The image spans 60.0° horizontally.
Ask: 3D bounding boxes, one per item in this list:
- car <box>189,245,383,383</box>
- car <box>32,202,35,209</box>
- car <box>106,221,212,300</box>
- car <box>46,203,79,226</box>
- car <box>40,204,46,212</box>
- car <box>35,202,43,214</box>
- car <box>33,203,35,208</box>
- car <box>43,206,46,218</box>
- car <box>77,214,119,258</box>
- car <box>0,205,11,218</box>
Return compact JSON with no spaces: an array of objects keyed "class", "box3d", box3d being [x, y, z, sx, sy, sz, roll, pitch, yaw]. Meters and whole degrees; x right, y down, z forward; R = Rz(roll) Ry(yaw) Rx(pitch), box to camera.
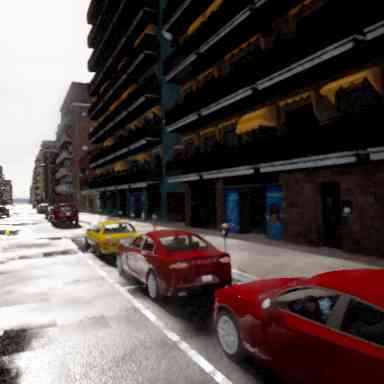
[{"class":"car","box3d":[1.876,1.544,3.684,1.887,1.381,4.507,-1,-1,-27]},{"class":"car","box3d":[-39.509,3.600,84.238,1.887,1.381,4.507,-1,-1,-27]},{"class":"car","box3d":[-0.713,1.658,8.722,1.887,1.381,4.507,-1,-1,-27]},{"class":"car","box3d":[-11.064,1.913,28.859,2.192,1.841,5.009,-1,-1,-27]},{"class":"car","box3d":[-16.231,2.401,38.927,2.008,1.369,4.403,-1,-1,-27]},{"class":"car","box3d":[-23.994,2.676,54.033,1.967,1.590,4.097,-1,-1,-27]},{"class":"car","box3d":[-26.576,2.934,59.064,1.947,1.339,4.313,-1,-1,-27]},{"class":"car","box3d":[-13.645,2.275,33.892,2.008,1.369,4.403,-1,-1,-27]},{"class":"car","box3d":[-3.377,1.760,13.905,1.752,1.417,4.829,-1,-1,-27]},{"class":"car","box3d":[-25.399,2.666,44.328,1.812,1.442,4.674,-1,-1,-27]}]
